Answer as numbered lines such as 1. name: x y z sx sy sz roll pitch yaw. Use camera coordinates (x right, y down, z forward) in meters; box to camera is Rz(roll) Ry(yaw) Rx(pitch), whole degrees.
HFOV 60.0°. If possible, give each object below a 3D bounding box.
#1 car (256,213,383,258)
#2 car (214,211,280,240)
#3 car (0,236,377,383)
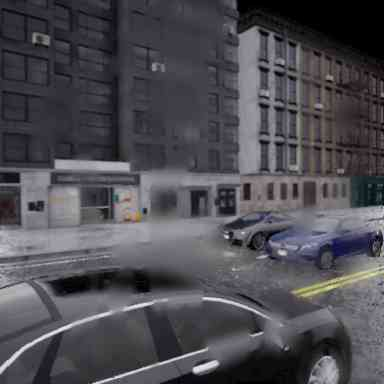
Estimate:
1. car: 4.478 1.464 10.868 4.674 1.442 1.812 0 0 -35
2. car: 2.922 1.499 13.750 4.181 1.385 1.994 0 0 -35
3. car: -0.440 1.497 3.124 4.892 1.490 1.837 0 0 -35
